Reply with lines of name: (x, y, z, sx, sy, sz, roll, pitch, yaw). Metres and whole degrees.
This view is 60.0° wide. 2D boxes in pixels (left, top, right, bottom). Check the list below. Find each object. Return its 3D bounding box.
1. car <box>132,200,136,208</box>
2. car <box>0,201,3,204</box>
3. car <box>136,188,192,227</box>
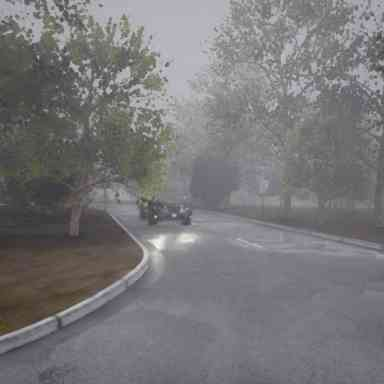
car: (-3.869, 0.975, 32.594, 2.033, 1.411, 5.357, 1, 0, -39)
car: (-18.578, 0.661, 33.140, 4.674, 1.442, 1.812, 1, 0, -16)
car: (-1.695, 0.805, 19.609, 2.150, 2.045, 5.566, 1, 1, -17)
